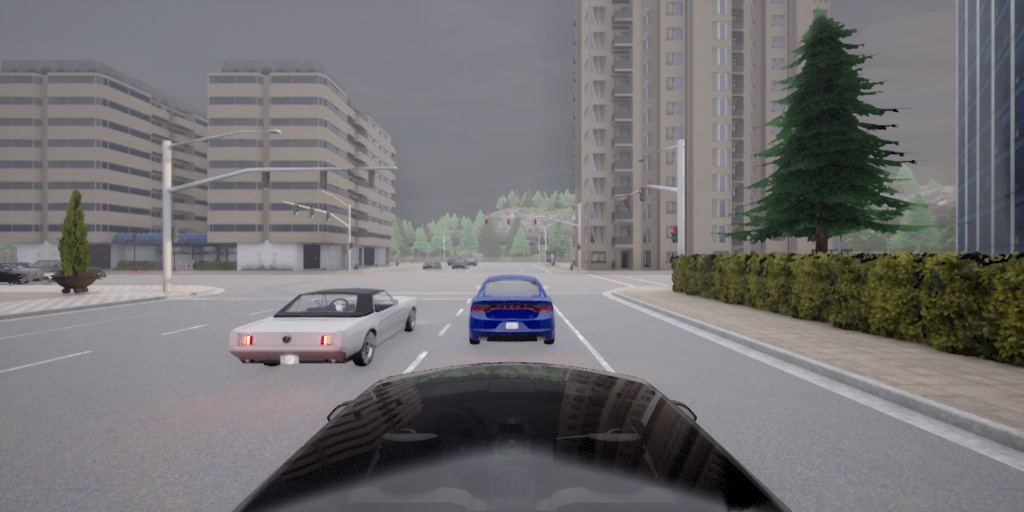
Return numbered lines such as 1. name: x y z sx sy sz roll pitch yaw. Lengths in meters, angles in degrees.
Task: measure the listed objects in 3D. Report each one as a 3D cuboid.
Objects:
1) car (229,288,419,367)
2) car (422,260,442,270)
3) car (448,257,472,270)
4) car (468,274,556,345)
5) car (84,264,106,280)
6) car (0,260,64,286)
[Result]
1. car: -3.497 1.346 7.873 1.895 1.301 4.718 0 0 0
2. car: -11.012 1.275 49.521 1.994 1.385 4.181 0 0 0
3. car: -7.524 1.257 52.303 2.033 1.411 5.357 0 0 0
4. car: -0.005 1.221 9.539 1.882 1.535 5.008 0 0 0
5. car: -35.200 1.080 28.346 4.553 1.767 2.097 0 0 0
6. car: -34.297 1.223 24.842 4.902 1.511 2.128 0 0 0
